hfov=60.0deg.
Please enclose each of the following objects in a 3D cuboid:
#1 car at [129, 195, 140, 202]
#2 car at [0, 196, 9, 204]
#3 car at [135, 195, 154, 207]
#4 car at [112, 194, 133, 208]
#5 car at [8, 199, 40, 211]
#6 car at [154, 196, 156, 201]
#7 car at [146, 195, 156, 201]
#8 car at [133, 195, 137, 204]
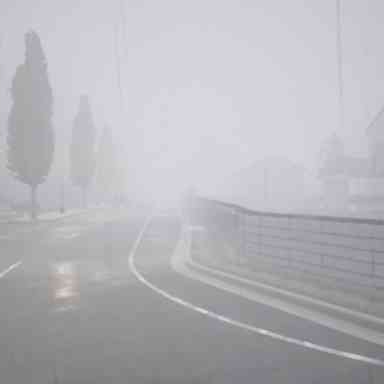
[{"bbox_3d":[-12.701,1.393,74.115,1.994,1.385,4.181,-1,0,-5],"label":"car"},{"bbox_3d":[-32.806,1.398,57.261,4.181,1.385,1.994,5,0,-4],"label":"car"},{"bbox_3d":[-7.209,1.560,51.095,1.812,1.442,4.674,-1,0,-4],"label":"car"},{"bbox_3d":[-10.678,1.288,50.523,2.150,2.045,5.566,-1,0,-4],"label":"car"},{"bbox_3d":[-21.715,1.782,43.582,1.895,1.301,4.718,-1,0,-3],"label":"car"},{"bbox_3d":[-8.327,1.639,64.524,1.895,1.301,4.718,-1,0,-4],"label":"car"},{"bbox_3d":[-9.213,1.359,74.402,1.994,1.385,4.181,-1,0,-5],"label":"car"},{"bbox_3d":[-11.848,1.564,64.640,2.128,1.511,4.902,-1,0,-4],"label":"car"}]
